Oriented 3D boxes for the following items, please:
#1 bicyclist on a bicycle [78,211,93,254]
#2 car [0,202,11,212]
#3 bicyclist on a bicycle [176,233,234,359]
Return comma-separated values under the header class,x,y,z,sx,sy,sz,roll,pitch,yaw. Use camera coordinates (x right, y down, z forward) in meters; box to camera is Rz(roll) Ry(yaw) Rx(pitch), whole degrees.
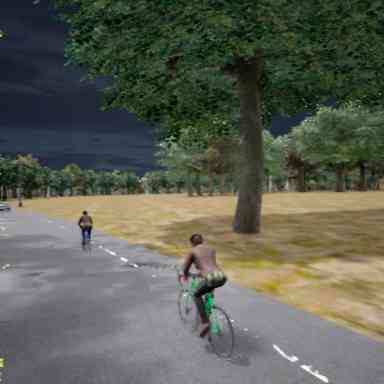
class,x,y,z,sx,sy,sz,roll,pitch,yaw
bicyclist on a bicycle,-4.122,1.555,12.921,0.582,1.620,1.656,-1,-1,-29
car,-28.482,2.238,50.061,2.033,1.411,5.357,0,-1,-35
bicyclist on a bicycle,0.148,1.464,4.995,0.582,1.620,1.656,-1,-1,-28
